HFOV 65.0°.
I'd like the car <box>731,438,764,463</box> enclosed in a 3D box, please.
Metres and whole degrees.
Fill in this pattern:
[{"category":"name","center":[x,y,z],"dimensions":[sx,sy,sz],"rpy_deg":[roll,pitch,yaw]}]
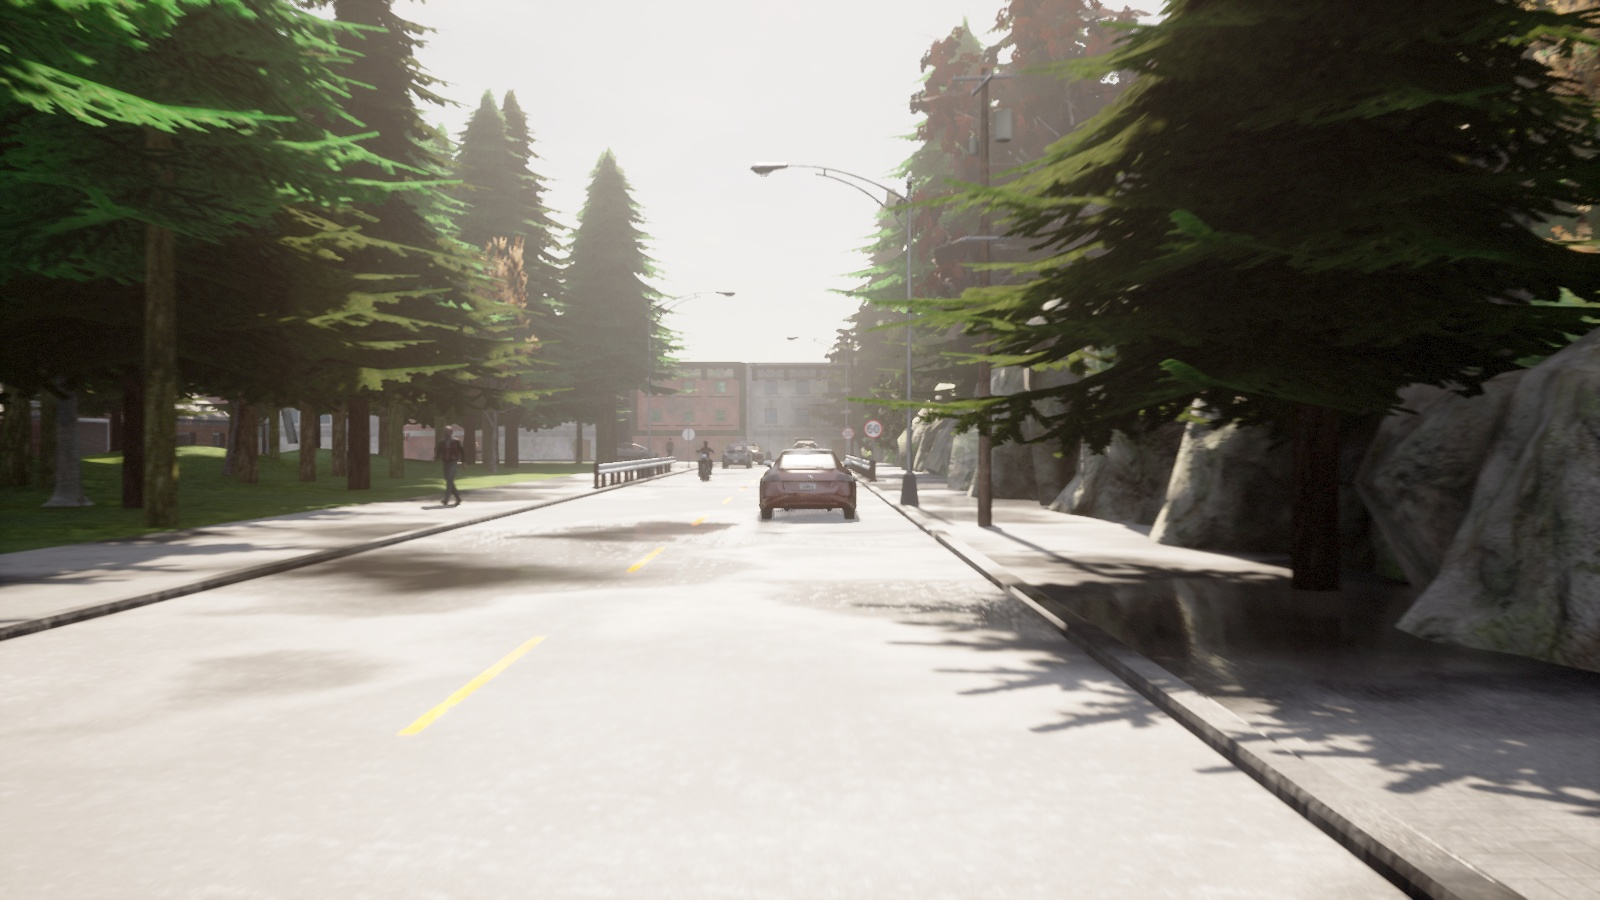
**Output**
[{"category":"car","center":[-3.618,0.044,85.388],"dimensions":[2.152,1.651,5.027],"rpy_deg":[0,0,-3]}]

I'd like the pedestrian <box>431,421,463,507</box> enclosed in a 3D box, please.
[{"category":"pedestrian","center":[-7.749,0.296,27.547],"dimensions":[0.376,1.854,0.720],"rpy_deg":[0,0,13]}]

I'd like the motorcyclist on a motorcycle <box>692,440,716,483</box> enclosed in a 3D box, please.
[{"category":"motorcyclist on a motorcycle","center":[-3.730,0.420,48.971],"dimensions":[0.766,1.649,2.350],"rpy_deg":[0,1,0]}]

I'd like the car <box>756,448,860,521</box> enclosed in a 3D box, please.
[{"category":"car","center":[0.164,0.664,26.212],"dimensions":[1.994,1.385,4.181],"rpy_deg":[0,0,0]}]

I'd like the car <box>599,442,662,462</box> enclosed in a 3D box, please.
[{"category":"car","center":[-12.968,0.144,96.204],"dimensions":[4.514,1.525,2.007],"rpy_deg":[0,0,0]}]

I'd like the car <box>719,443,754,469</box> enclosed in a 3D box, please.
[{"category":"car","center":[-3.696,0.346,73.485],"dimensions":[1.845,1.501,3.633],"rpy_deg":[0,0,0]}]
